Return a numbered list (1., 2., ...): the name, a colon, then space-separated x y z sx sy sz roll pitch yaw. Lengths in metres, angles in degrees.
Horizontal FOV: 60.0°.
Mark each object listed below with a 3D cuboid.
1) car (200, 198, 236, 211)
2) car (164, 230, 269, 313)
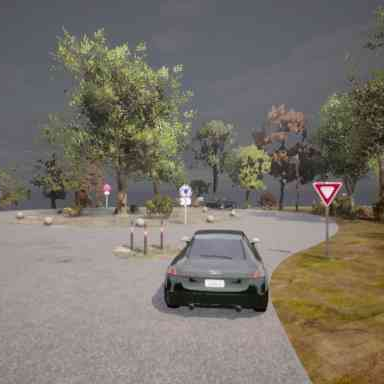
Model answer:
1. car: 3.196 1.472 41.703 5.008 1.535 1.882 0 -1 42
2. car: 0.641 1.563 7.789 1.994 1.385 4.181 0 0 7
